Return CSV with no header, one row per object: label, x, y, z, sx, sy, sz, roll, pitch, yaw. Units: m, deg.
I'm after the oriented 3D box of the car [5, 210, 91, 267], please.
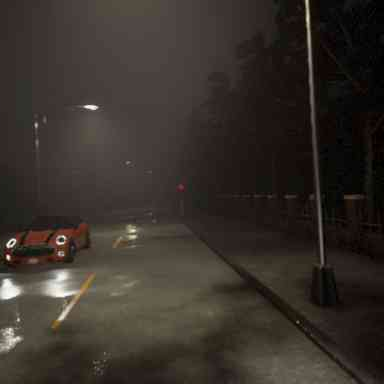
car,-5.412,1.672,13.007,2.097,1.767,4.553,-3,0,-7
